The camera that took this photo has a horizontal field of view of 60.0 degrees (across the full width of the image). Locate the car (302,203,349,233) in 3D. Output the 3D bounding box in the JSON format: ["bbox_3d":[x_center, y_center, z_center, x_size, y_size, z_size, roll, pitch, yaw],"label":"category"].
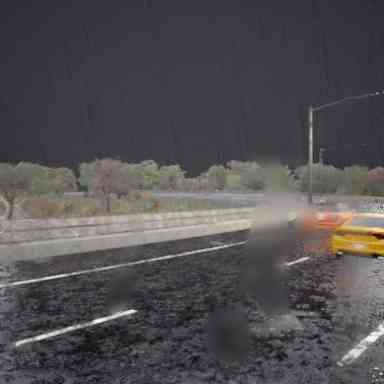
[{"bbox_3d":[8.009,1.378,18.933,2.097,1.767,4.553,0,0,39],"label":"car"}]

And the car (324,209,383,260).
[{"bbox_3d":[6.708,1.500,11.934,1.882,1.535,5.008,0,0,42],"label":"car"}]
